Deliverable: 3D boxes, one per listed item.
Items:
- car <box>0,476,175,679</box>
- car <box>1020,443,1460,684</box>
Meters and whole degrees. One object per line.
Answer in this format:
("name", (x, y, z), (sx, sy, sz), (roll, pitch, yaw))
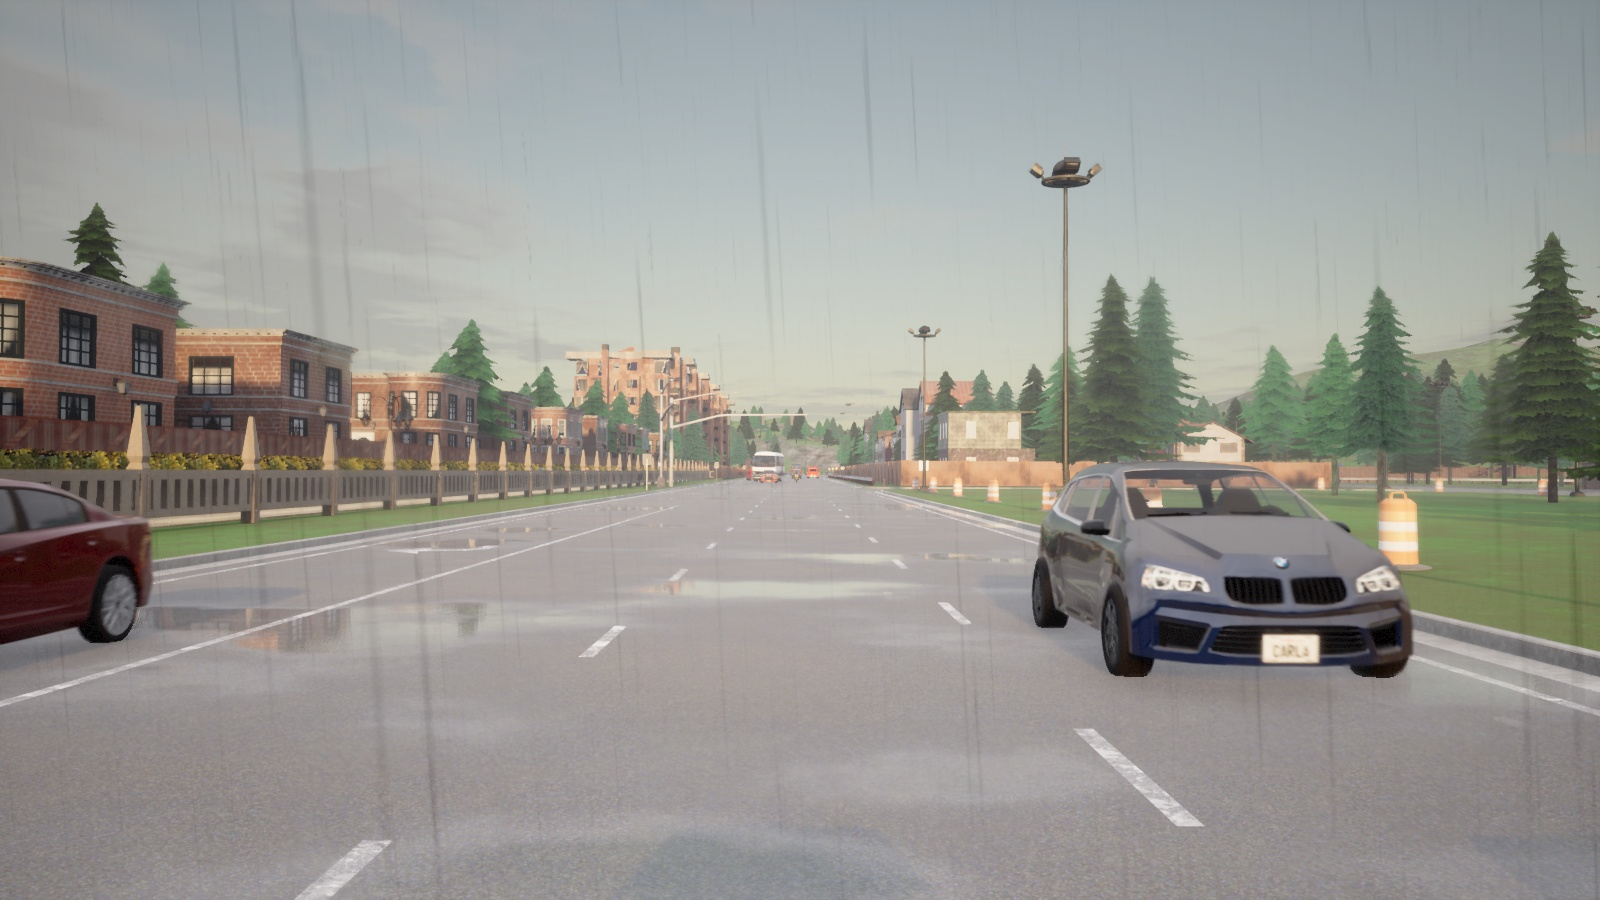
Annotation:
("car", (-7.026, 0.983, 9.720), (1.882, 1.535, 5.008), (0, -1, 0))
("car", (3.470, 0.830, 11.066), (2.242, 1.667, 4.611), (0, -1, 0))
